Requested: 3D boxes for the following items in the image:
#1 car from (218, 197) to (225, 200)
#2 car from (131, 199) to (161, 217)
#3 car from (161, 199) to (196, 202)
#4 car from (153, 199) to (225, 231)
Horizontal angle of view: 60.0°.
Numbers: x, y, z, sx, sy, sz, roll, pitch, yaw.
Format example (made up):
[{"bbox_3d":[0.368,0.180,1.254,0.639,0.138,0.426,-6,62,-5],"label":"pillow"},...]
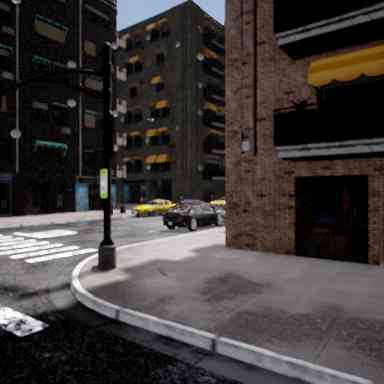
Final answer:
[{"bbox_3d":[3.740,1.106,36.862,1.752,1.417,4.829,1,1,36],"label":"car"},{"bbox_3d":[-2.951,1.247,27.705,1.752,1.417,4.829,1,1,36],"label":"car"},{"bbox_3d":[-0.187,1.265,27.326,1.994,1.385,4.181,0,1,36],"label":"car"},{"bbox_3d":[0.184,1.330,18.639,2.008,1.369,4.403,1,1,36],"label":"car"}]
